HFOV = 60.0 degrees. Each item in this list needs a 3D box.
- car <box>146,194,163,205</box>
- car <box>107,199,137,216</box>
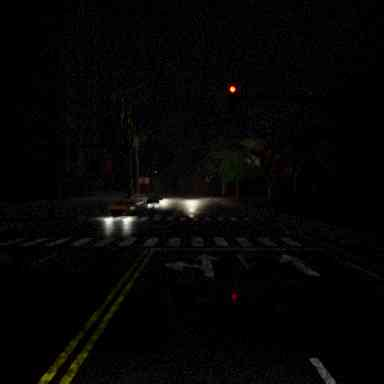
[{"bbox_3d":[-6.534,1.423,56.455,1.994,1.385,4.181,0,1,-1],"label":"car"},{"bbox_3d":[-6.488,1.439,31.359,1.882,1.535,5.008,0,1,2],"label":"car"}]
